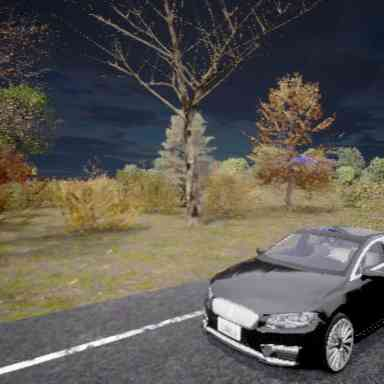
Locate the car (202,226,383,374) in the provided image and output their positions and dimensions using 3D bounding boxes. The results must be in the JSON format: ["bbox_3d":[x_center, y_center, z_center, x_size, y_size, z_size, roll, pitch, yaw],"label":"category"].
[{"bbox_3d":[2.355,1.384,5.571,4.902,1.511,2.128,0,2,-39],"label":"car"}]
